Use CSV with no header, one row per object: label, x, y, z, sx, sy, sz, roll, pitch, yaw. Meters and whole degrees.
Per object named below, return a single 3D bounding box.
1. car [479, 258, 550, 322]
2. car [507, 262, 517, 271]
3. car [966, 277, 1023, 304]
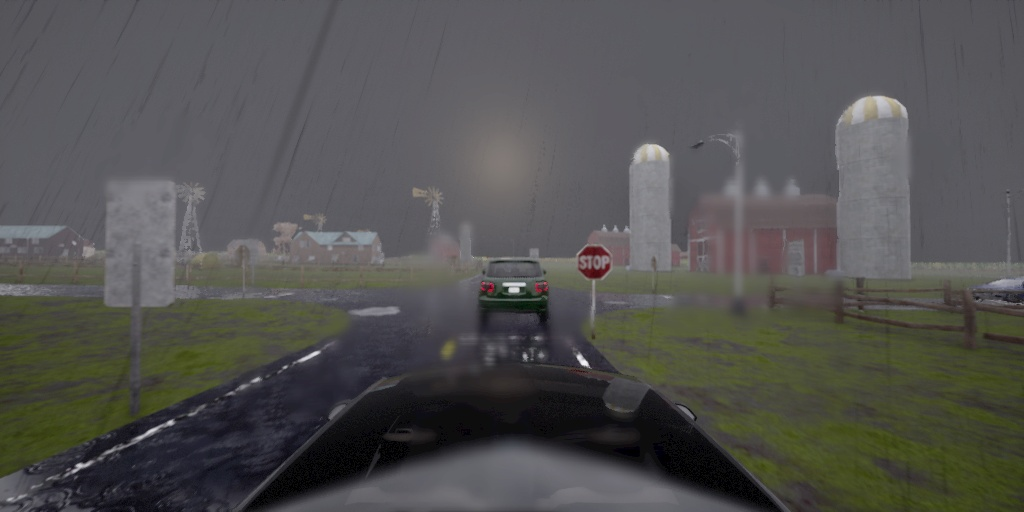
car,0.080,1.074,12.852,2.150,2.045,5.566,0,0,0
car,-0.050,1.855,65.022,1.812,1.442,4.674,0,0,-2
car,29.216,1.953,20.712,4.674,1.442,1.812,1,-1,0
